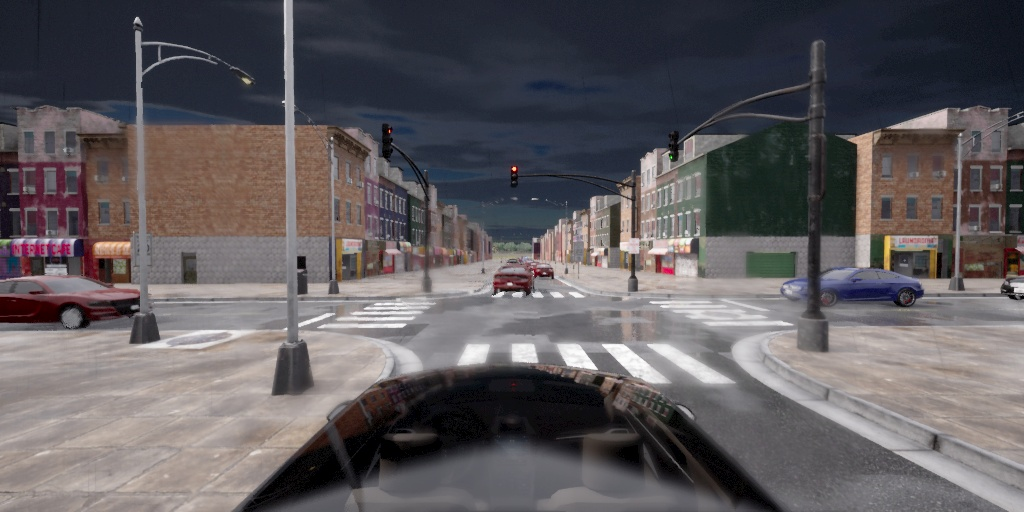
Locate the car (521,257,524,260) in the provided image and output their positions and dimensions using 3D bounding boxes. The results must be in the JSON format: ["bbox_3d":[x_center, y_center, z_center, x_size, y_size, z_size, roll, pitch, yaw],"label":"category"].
[{"bbox_3d":[2.748,1.187,59.343,1.967,1.591,4.097,0,0,0],"label":"car"}]

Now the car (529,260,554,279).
[{"bbox_3d":[2.695,1.292,31.681,1.888,1.381,4.507,0,0,0],"label":"car"}]

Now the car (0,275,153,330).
[{"bbox_3d":[-14.274,1.351,11.221,5.008,1.535,1.882,-1,1,0],"label":"car"}]

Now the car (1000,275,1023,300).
[{"bbox_3d":[22.459,1.087,14.088,4.902,1.511,2.128,0,1,0],"label":"car"}]

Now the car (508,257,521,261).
[{"bbox_3d":[0.106,1.252,56.428,1.837,1.490,4.892,0,0,0],"label":"car"}]

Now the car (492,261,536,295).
[{"bbox_3d":[0.144,1.221,19.633,1.882,1.535,5.008,1,0,6],"label":"car"}]

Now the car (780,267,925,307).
[{"bbox_3d":[13.298,1.160,14.130,4.674,1.442,1.812,0,1,1],"label":"car"}]

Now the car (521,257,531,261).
[{"bbox_3d":[2.737,1.292,53.811,1.888,1.381,4.507,0,0,0],"label":"car"}]

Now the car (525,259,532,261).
[{"bbox_3d":[2.716,1.329,42.746,1.802,1.307,4.207,0,0,0],"label":"car"}]
